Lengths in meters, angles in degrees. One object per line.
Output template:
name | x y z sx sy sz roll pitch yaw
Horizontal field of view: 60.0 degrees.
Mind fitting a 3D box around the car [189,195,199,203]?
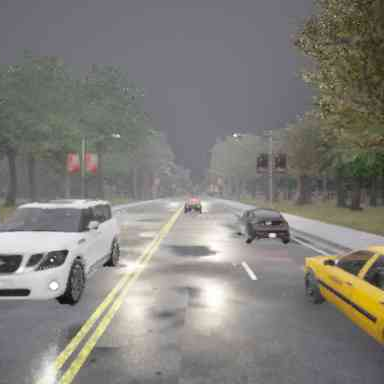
car | 0.484 1.469 73.576 2.097 1.767 4.553 0 0 1

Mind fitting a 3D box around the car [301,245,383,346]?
car | 3.250 1.458 5.116 1.801 1.575 5.366 0 0 0

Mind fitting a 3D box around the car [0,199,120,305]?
car | -3.346 1.224 8.420 2.150 2.045 5.566 0 0 0

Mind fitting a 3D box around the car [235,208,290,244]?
car | 3.267 1.511 15.917 1.837 1.490 4.892 0 0 0

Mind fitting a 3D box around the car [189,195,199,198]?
car | 0.363 1.406 54.693 2.097 1.767 4.553 0 0 1

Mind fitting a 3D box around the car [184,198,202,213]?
car | 0.128 1.625 38.016 1.895 1.301 4.718 0 0 0
